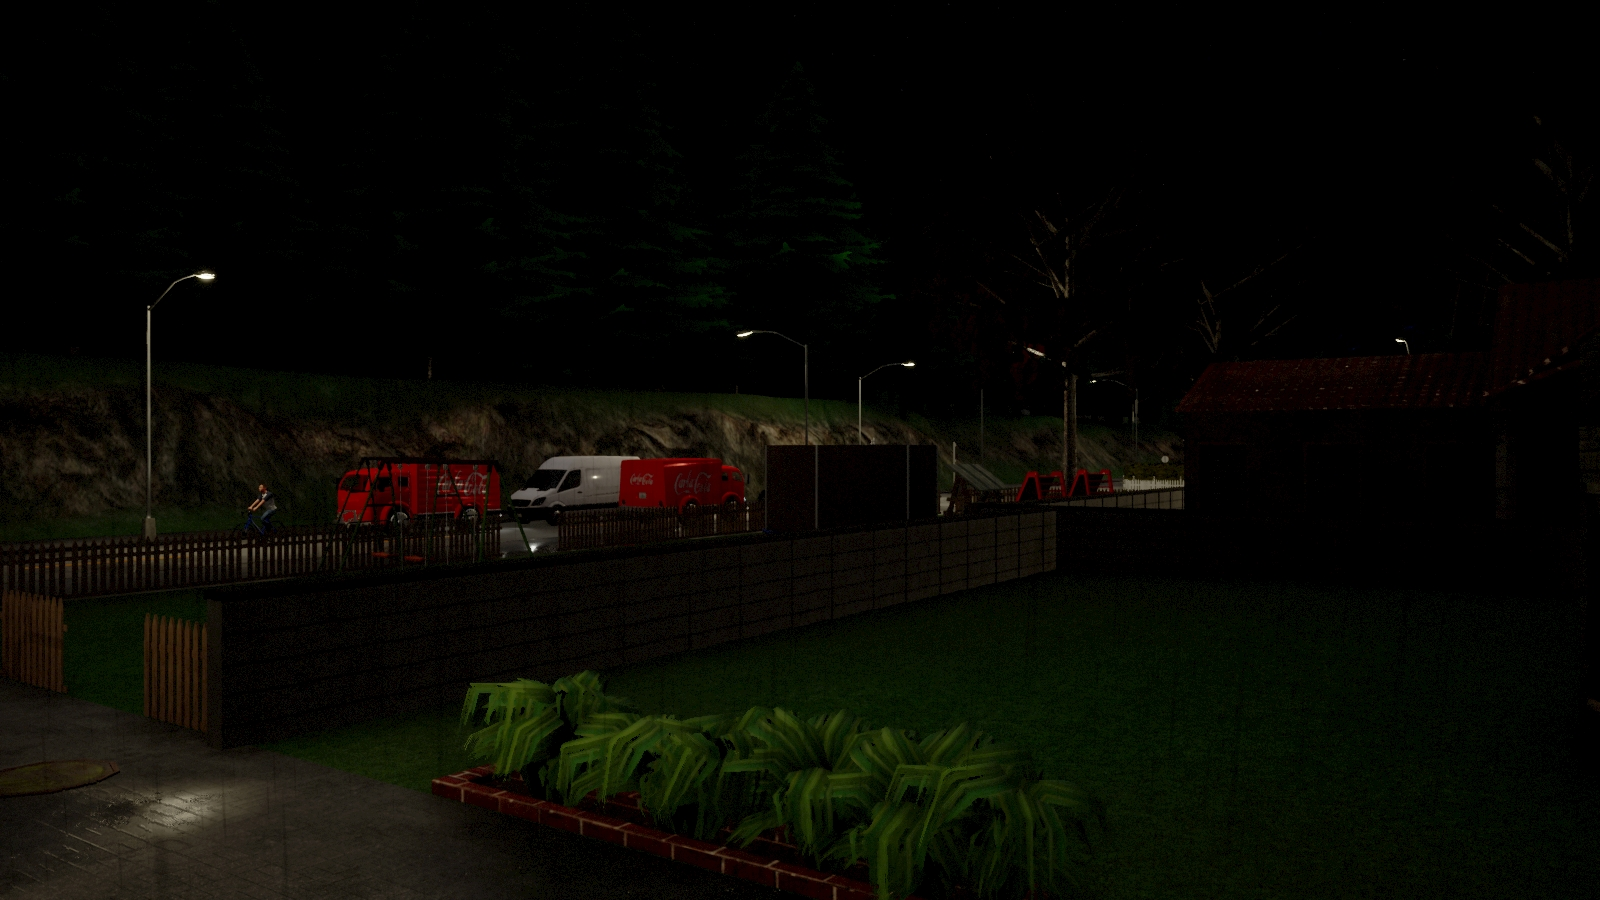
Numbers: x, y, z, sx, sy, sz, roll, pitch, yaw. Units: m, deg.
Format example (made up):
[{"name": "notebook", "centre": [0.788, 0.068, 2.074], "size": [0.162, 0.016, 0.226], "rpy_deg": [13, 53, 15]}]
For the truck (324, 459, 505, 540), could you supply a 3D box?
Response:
[{"name": "truck", "centre": [-12.825, 1.556, 38.322], "size": [2.627, 2.467, 5.204], "rpy_deg": [0, 0, 35]}]

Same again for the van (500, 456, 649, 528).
[{"name": "van", "centre": [-8.627, 1.522, 44.299], "size": [1.988, 2.561, 5.915], "rpy_deg": [0, 0, 35]}]

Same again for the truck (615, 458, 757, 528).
[{"name": "truck", "centre": [-4.274, 1.555, 43.580], "size": [2.627, 2.467, 5.204], "rpy_deg": [0, 0, 35]}]

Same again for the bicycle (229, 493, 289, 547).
[{"name": "bicycle", "centre": [-15.989, 2.043, 33.811], "size": [0.373, 1.496, 1.643], "rpy_deg": [0, 0, 35]}]
